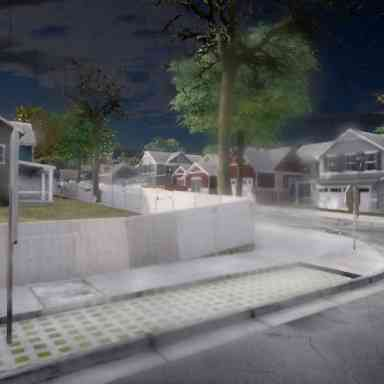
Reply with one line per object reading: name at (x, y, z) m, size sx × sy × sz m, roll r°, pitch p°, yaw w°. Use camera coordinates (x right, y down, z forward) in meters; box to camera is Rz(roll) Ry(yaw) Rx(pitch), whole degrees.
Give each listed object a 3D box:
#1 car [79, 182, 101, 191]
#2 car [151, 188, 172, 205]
car at (-14.874, -0.624, 48.508) m, size 2.097 × 1.767 × 4.553 m, roll 1°, pitch 2°, yaw -34°
car at (-2.797, 0.412, 30.275) m, size 1.837 × 1.490 × 4.892 m, roll 1°, pitch 2°, yaw -34°
